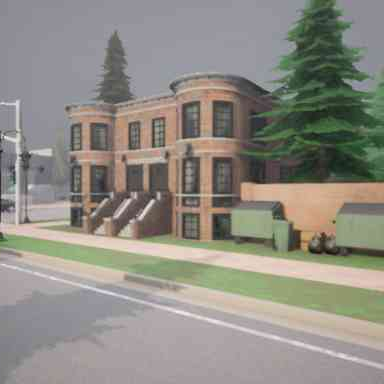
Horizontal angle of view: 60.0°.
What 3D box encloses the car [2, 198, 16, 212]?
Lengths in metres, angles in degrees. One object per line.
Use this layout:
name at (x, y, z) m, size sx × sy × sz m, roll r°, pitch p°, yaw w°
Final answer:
car at (-20.273, 1.373, 33.912) m, size 1.837 × 1.490 × 4.892 m, roll 0°, pitch 0°, yaw 35°
